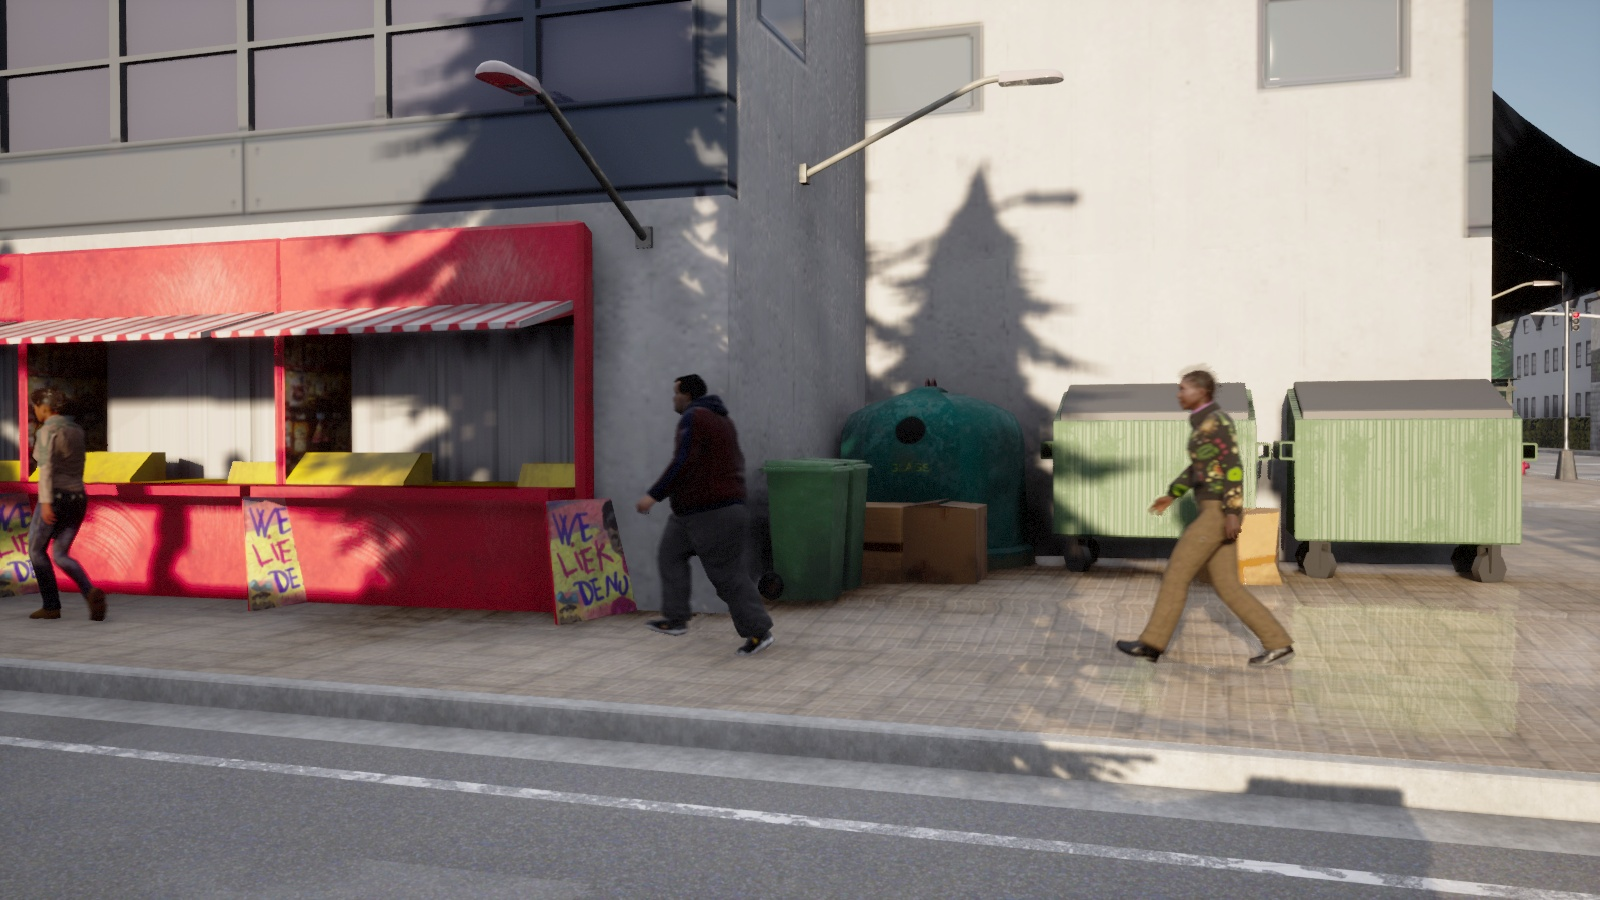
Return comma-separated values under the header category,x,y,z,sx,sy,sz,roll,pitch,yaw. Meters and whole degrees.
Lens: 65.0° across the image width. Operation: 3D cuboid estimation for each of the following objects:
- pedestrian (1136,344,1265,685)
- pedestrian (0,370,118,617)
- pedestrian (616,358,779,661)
category,x,y,z,sx,sy,sz,roll,pitch,yaw
pedestrian,2.354,0.362,7.399,0.692,1.930,0.395,1,1,17
pedestrian,-5.641,0.314,9.485,0.869,1.805,0.328,0,1,17
pedestrian,-0.642,0.353,8.028,0.899,1.844,0.634,0,1,11
